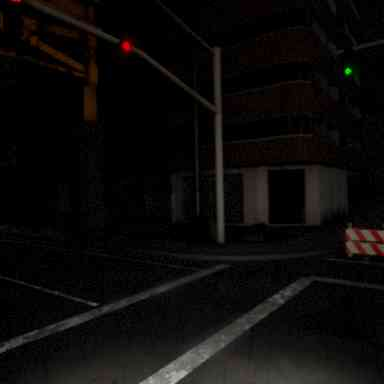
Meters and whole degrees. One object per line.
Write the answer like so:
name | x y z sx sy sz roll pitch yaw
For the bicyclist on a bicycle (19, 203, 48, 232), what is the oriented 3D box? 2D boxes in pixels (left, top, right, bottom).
bicyclist on a bicycle | -8.965 1.424 18.849 0.582 1.620 1.656 -1 0 37

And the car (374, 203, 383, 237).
car | 9.396 1.009 12.933 4.536 1.218 1.853 -2 0 -28

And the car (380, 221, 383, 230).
car | 9.355 1.168 12.909 4.974 1.542 2.038 -2 0 -28
